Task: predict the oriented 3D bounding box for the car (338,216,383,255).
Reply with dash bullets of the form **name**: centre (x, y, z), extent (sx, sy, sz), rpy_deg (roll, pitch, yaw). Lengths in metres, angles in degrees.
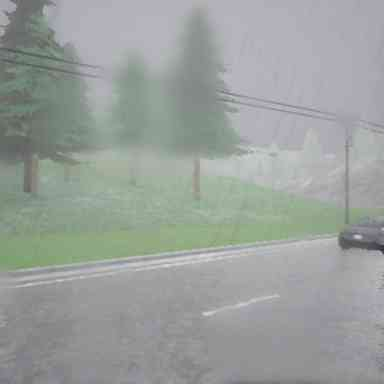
- **car**: centre (7.970, 1.701, 13.858), extent (4.181, 1.385, 1.994), rpy_deg (1, 0, -35)
